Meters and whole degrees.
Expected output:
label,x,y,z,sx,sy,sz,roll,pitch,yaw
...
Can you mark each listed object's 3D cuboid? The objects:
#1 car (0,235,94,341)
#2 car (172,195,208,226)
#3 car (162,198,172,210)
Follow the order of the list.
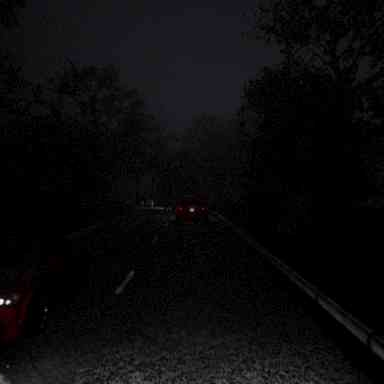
label,x,y,z,sx,sy,sz,roll,pitch,yaw
car,-3.379,1.565,6.480,1.994,1.385,4.181,0,0,0
car,-0.013,1.212,23.639,2.150,2.045,5.566,0,0,0
car,-2.253,1.507,41.937,2.128,1.511,4.902,2,-1,-24
